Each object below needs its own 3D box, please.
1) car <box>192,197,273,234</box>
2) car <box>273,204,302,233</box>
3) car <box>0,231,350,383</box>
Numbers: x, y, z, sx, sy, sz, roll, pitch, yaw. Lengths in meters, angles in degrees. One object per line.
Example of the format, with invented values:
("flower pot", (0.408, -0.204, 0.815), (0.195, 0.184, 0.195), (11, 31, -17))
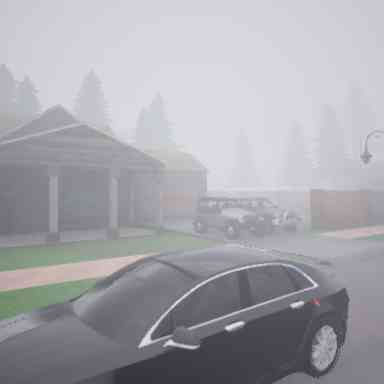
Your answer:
("car", (1.664, 1.175, 16.079), (1.905, 1.878, 3.866), (0, 0, -36))
("car", (3.474, 1.174, 17.866), (1.932, 1.855, 4.605), (0, 0, -36))
("car", (-0.044, 1.505, 3.959), (4.892, 1.490, 1.837), (0, 0, -36))
